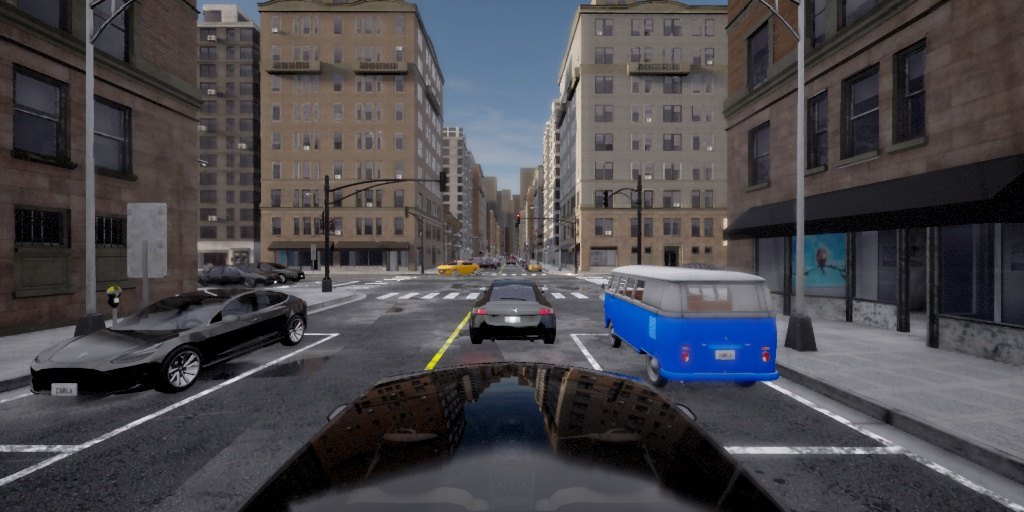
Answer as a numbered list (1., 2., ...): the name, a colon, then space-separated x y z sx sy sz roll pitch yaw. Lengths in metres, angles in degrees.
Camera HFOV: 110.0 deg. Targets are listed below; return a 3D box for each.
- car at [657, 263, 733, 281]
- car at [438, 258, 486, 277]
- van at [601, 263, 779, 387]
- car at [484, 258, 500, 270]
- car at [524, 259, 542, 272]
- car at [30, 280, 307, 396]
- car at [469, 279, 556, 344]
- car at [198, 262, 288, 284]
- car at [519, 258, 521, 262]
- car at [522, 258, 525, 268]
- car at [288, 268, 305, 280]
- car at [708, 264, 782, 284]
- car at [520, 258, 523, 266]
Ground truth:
1. car: 15.220 1.289 29.987 5.357 1.411 2.033 0 0 0
2. car: -5.218 1.212 35.788 1.882 1.535 5.008 1 0 34
3. van: 2.882 1.090 6.669 1.690 1.789 3.998 0 0 0
4. car: -3.094 1.339 52.281 1.895 1.301 4.718 0 0 0
5. car: 2.908 1.267 46.029 1.751 1.417 4.829 0 0 0
6. car: -5.643 1.315 6.710 1.948 1.339 4.313 0 0 0
7. car: 0.042 1.314 9.592 1.994 1.385 4.181 0 0 1
8. car: -17.901 1.281 23.095 5.357 1.411 2.033 0 0 0
9. car: 2.780 1.297 62.437 1.948 1.339 4.313 0 0 0
10. car: 2.866 1.178 51.385 1.967 1.591 4.097 0 0 0
11. car: -17.871 1.230 26.347 4.892 1.490 1.837 0 0 0
12. car: 17.145 1.314 26.575 4.181 1.385 1.994 0 0 0
13. car: 2.823 1.286 56.911 2.007 1.370 4.403 0 0 0
